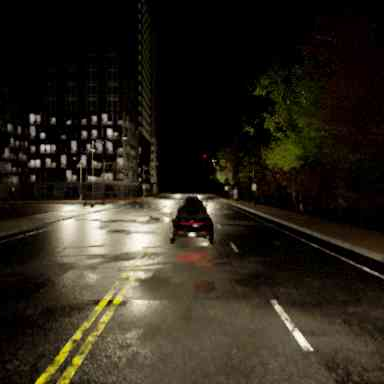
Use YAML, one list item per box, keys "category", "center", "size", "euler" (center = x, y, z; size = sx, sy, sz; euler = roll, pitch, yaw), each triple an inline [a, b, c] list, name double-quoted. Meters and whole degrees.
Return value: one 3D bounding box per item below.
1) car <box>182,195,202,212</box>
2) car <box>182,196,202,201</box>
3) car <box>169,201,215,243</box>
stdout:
- category: "car"
  center: [0.011, 1.147, 34.161]
  size: [1.882, 1.535, 5.008]
  euler: [0, 1, 0]
- category: "car"
  center: [0.088, 1.277, 24.090]
  size: [1.837, 1.490, 4.892]
  euler: [0, 1, 0]
- category: "car"
  center: [0.002, 1.364, 15.220]
  size: [1.837, 1.490, 4.892]
  euler: [0, 1, 0]
